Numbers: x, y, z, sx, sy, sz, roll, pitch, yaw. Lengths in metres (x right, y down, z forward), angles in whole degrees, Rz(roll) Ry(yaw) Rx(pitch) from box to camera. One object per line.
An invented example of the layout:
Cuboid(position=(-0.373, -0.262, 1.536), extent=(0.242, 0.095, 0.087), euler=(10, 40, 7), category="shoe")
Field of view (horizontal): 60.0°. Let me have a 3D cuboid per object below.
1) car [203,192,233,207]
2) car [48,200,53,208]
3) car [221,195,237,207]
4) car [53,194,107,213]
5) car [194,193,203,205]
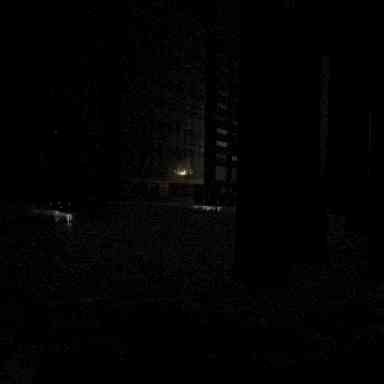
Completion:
Cuboid(position=(4.495, 1.140, 51.245), extent=(2.150, 2.045, 5.566), euler=(2, 0, 36), category="car")
Cuboid(position=(-12.126, 1.019, 33.858), extent=(1.837, 1.490, 4.892), euler=(2, 0, 36), category="car")
Cuboid(position=(6.978, 1.537, 48.986), extent=(2.033, 1.411, 5.357), euler=(2, 0, 36), category="car")
Cuboid(position=(-10.115, 1.102, 31.094), extent=(1.812, 1.442, 4.674), euler=(2, 0, 36), category="car")
Cuboid(position=(2.631, 1.081, 54.194), extent=(2.150, 2.045, 5.566), euler=(2, 0, 36), category="car")
